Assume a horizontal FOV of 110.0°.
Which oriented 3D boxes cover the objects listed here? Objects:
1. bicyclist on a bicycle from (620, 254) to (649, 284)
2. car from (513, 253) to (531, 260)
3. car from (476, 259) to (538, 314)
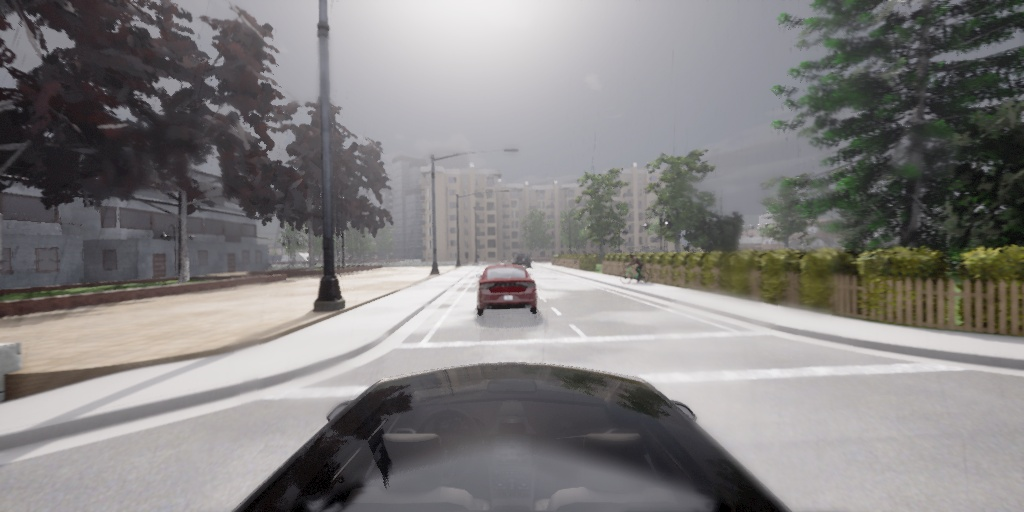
[{"bbox_3d":[6.651,0.696,19.470,1.656,1.620,0.582,-1,0,-3],"label":"bicyclist on a bicycle"},{"bbox_3d":[1.374,0.584,49.141,2.150,2.045,5.566,-1,1,-3],"label":"car"},{"bbox_3d":[-0.255,1.042,12.792,1.882,1.535,5.008,-1,0,-3],"label":"car"}]
